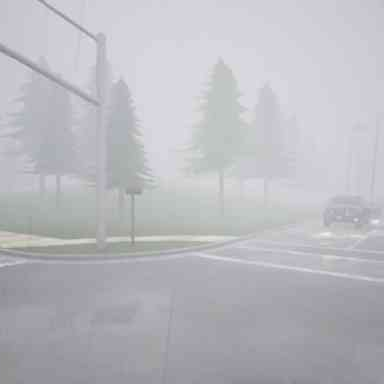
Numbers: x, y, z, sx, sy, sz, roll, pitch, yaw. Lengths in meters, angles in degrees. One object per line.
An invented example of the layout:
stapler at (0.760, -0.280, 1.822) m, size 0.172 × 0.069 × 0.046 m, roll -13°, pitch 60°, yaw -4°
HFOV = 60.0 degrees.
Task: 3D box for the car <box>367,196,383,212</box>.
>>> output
car at (21.906, 1.357, 38.674) m, size 2.097 × 1.767 × 4.553 m, roll 0°, pitch 0°, yaw 35°

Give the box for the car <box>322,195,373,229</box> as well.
car at (10.473, 1.226, 22.435) m, size 2.150 × 2.045 × 5.566 m, roll 0°, pitch 0°, yaw 35°

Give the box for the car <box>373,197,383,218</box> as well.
car at (16.143, 1.482, 30.516) m, size 1.882 × 1.535 × 5.008 m, roll 0°, pitch 0°, yaw 35°
